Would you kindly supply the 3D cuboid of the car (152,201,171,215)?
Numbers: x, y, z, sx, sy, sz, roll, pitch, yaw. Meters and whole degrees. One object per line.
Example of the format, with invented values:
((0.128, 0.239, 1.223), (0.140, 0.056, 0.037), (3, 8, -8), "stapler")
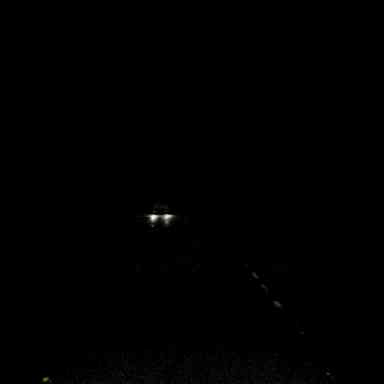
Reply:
((-3.584, 1.792, 39.203), (1.882, 1.535, 5.008), (0, 0, 0), "car")

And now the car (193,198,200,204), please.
((1.070, 2.285, 87.930), (1.812, 1.442, 4.674), (0, -1, 0), "car")

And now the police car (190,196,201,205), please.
((1.068, 2.091, 78.040), (1.930, 1.638, 5.238), (0, -1, 0), "police car")

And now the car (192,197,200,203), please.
((1.071, 2.167, 93.903), (2.097, 1.767, 4.553), (0, -1, 0), "car")
